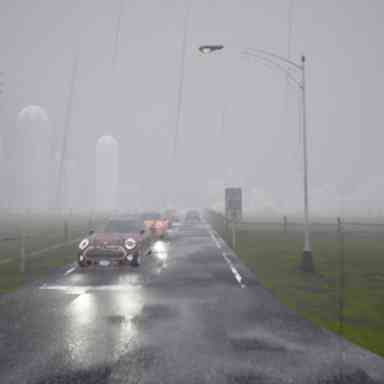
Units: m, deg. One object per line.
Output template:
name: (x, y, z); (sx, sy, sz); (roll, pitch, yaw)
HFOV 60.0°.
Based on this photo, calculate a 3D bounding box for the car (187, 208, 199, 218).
car: (0.146, 3.478, 54.886); (1.837, 1.490, 4.892); (0, -2, 0)

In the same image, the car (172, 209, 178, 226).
car: (-2.761, 2.710, 32.273); (2.033, 1.411, 5.357); (0, -2, 0)

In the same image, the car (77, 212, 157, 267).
car: (-2.838, 1.817, 13.147); (2.097, 1.767, 4.553); (0, -2, 1)

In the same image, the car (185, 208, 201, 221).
car: (0.115, 3.080, 44.472); (2.128, 1.511, 4.902); (0, -2, 0)

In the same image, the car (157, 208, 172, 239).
car: (-2.786, 2.165, 22.717); (2.097, 1.767, 4.553); (0, -2, 0)

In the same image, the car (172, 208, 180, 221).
car: (-2.702, 2.875, 42.108); (2.097, 1.767, 4.553); (0, -2, 0)
